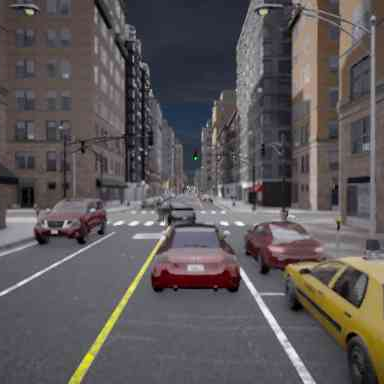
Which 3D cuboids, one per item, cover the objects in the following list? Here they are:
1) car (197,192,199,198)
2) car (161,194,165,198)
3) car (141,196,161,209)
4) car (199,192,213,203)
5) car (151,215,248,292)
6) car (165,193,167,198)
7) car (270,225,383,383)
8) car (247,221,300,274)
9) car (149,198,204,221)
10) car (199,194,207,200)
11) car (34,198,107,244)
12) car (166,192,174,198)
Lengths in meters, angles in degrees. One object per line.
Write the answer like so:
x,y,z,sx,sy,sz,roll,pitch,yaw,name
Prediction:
2.623,1.109,69.264,1.967,1.590,4.097,0,0,0,car
-5.398,1.323,47.454,1.887,1.381,4.507,0,0,0,car
-5.396,1.355,42.000,2.008,1.369,4.403,0,0,0,car
2.625,1.165,58.355,1.967,1.590,4.097,0,0,0,car
0.094,1.522,8.816,1.994,1.385,4.181,0,0,1,car
-5.399,1.278,52.737,1.752,1.417,4.829,0,0,0,car
2.637,1.502,4.874,1.752,1.417,4.829,0,0,0,car
2.635,1.535,10.117,1.802,1.307,4.206,0,0,0,car
-1.227,1.388,22.634,2.128,1.511,4.902,0,0,-19,car
2.620,1.164,80.173,2.008,1.369,4.403,0,0,0,car
-5.391,1.243,15.535,2.192,1.841,5.009,0,0,0,car
-5.402,1.235,69.270,1.947,1.339,4.313,0,0,0,car
